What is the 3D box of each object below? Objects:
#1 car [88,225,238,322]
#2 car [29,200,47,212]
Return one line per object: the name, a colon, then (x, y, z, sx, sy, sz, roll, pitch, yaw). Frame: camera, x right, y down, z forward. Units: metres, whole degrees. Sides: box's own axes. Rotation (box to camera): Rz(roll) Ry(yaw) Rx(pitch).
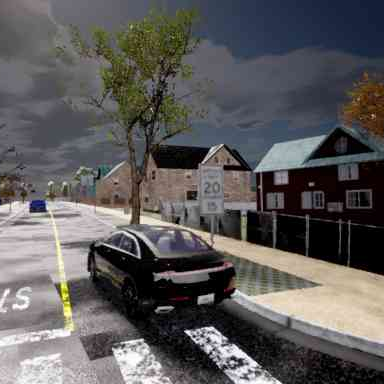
car: (-0.982, 1.504, 7.456, 2.128, 1.511, 4.902, 0, 0, -30)
car: (-19.290, 1.686, 41.688, 1.882, 1.535, 5.008, 0, 0, -24)
